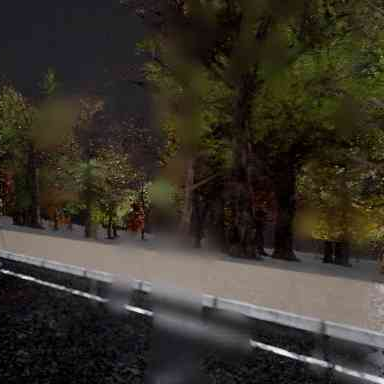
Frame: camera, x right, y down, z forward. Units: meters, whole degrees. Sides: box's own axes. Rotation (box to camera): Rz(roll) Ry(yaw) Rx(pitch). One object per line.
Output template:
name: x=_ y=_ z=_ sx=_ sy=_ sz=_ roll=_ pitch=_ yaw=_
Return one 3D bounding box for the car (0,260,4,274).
car: x=-7.004 y=1.514 z=8.682 sx=5.357 sy=1.411 sz=2.033 roll=0 pitch=0 yaw=35
